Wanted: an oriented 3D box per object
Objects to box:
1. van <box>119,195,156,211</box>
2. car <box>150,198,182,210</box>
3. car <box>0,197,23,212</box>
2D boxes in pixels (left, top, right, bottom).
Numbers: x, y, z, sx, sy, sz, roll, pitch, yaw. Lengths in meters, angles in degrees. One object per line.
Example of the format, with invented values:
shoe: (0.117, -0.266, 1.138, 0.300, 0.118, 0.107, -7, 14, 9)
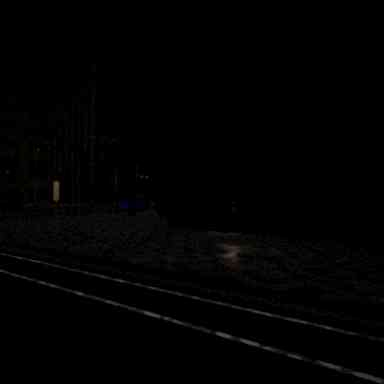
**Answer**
van: (-6.439, 1.303, 37.954, 1.690, 1.788, 3.998, 1, 1, 36)
car: (-3.258, 1.538, 42.370, 1.802, 1.307, 4.206, 1, 1, 36)
car: (-19.721, 1.275, 34.116, 1.967, 1.590, 4.097, 1, 1, 36)
